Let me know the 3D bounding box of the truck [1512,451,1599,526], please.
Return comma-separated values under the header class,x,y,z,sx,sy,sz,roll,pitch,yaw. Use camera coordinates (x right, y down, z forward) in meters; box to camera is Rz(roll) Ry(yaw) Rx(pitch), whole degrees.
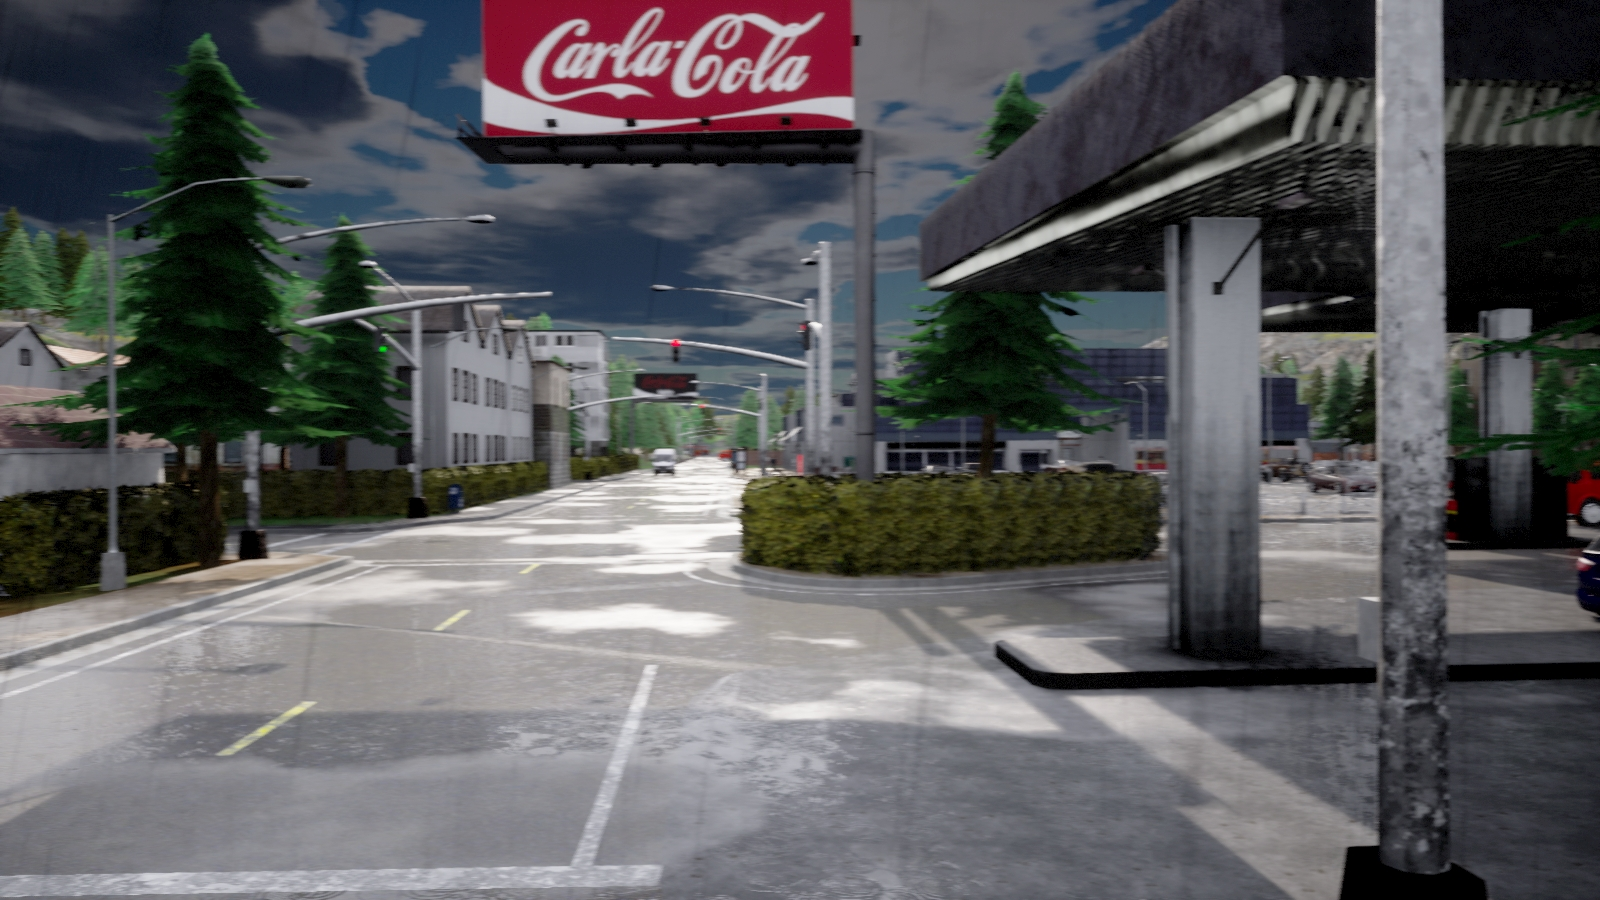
class,x,y,z,sx,sy,sz,roll,pitch,yaw
truck,27.998,1.272,39.482,5.204,2.467,2.627,0,0,-3
